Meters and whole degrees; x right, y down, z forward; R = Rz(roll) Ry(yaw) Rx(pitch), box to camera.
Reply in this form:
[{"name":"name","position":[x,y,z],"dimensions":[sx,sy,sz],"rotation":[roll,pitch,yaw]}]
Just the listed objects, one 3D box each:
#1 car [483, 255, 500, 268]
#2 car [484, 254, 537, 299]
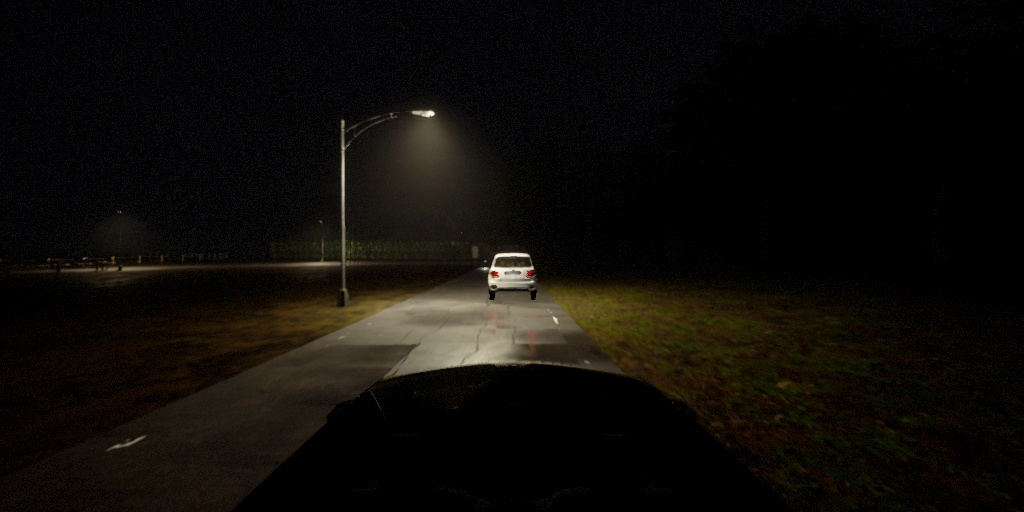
[{"name":"car","position":[-2.915,0.731,51.531],"dimensions":[2.097,1.767,4.553],"rotation":[0,1,0]},{"name":"car","position":[0.034,0.904,17.653],"dimensions":[2.150,2.045,5.566],"rotation":[0,1,0]}]
